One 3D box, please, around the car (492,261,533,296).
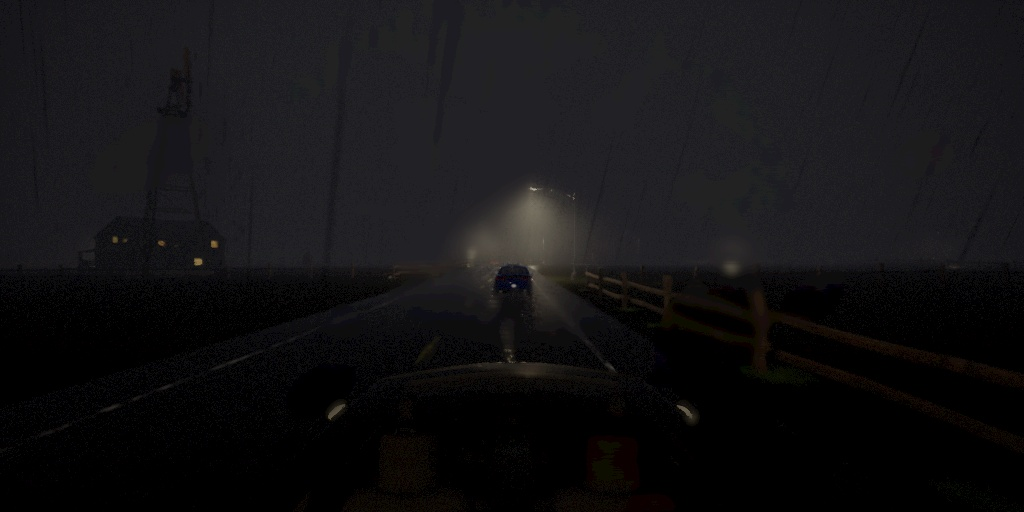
[{"bbox_3d":[0.086,1.223,19.175,1.882,1.535,5.008,0,0,0],"label":"car"}]
